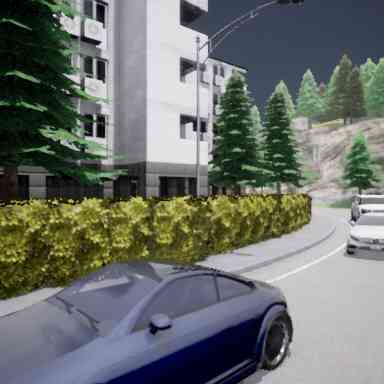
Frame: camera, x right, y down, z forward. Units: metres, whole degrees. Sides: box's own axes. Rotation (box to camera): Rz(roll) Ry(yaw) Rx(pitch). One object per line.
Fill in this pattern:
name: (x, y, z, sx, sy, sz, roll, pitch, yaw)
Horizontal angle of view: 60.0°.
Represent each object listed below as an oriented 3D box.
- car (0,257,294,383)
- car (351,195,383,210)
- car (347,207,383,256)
car: (-0.587, 1.563, 3.925, 4.181, 1.385, 1.994, 0, 0, -43)
car: (12.254, 1.213, 22.590, 2.150, 2.045, 5.566, 0, 0, 18)
car: (7.136, 1.521, 12.617, 1.812, 1.442, 4.674, 0, 0, 33)
